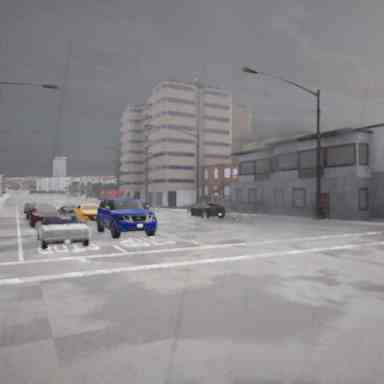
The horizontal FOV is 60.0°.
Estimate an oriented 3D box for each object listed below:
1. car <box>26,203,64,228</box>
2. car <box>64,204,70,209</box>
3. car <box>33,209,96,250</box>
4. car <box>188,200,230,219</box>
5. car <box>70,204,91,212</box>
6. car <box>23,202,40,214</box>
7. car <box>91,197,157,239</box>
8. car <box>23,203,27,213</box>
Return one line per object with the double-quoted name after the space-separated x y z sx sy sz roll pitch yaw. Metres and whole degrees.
-10.813 1.684 24.305 1.882 1.535 5.008 0 -1 -28 "car"
-13.639 2.046 37.160 1.994 1.385 4.181 0 -1 -27 "car"
-5.885 1.657 14.967 1.895 1.301 4.718 0 -1 -28 "car"
1.319 1.755 31.552 1.837 1.490 4.892 1 -1 -28 "car"
-8.480 1.722 27.374 1.882 1.535 5.008 0 -1 -28 "car"
-23.607 2.294 48.704 2.033 1.411 5.357 0 -1 -28 "car"
-3.809 1.312 18.547 2.150 2.045 5.566 0 -1 -28 "car"
-15.837 2.033 33.811 1.895 1.301 4.718 0 -1 -28 "car"
